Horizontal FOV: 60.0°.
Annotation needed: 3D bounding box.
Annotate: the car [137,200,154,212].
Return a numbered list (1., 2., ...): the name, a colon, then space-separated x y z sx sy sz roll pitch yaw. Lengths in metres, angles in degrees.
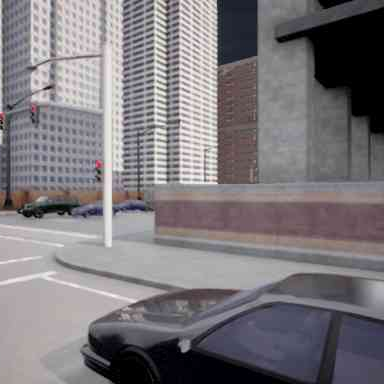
1. car: -3.706 1.618 37.565 1.994 1.385 4.181 0 0 36

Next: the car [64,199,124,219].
1. car: -8.844 1.579 30.472 1.812 1.442 4.674 0 0 36

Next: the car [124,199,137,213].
1. car: -7.241 1.587 38.648 1.812 1.442 4.674 0 0 36

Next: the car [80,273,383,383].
1. car: 1.301 1.549 3.066 5.357 1.411 2.033 0 0 36

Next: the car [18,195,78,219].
1. car: -12.985 1.283 30.752 2.150 2.045 5.566 0 0 36
